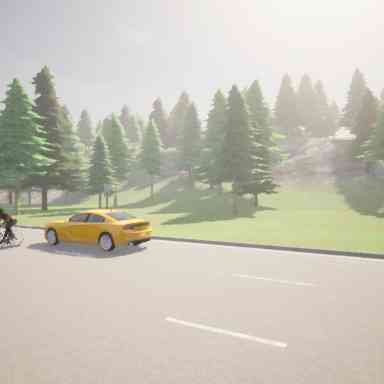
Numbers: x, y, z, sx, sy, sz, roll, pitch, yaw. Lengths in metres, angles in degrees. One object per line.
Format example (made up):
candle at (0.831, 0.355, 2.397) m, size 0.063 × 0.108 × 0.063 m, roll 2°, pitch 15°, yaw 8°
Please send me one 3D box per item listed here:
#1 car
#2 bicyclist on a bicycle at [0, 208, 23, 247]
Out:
car at (-4.026, 1.478, 13.950) m, size 5.008 × 1.535 × 1.882 m, roll 0°, pitch 0°, yaw 29°
bicyclist on a bicycle at (-7.359, 1.448, 13.098) m, size 0.582 × 1.620 × 1.656 m, roll 0°, pitch 1°, yaw 21°
